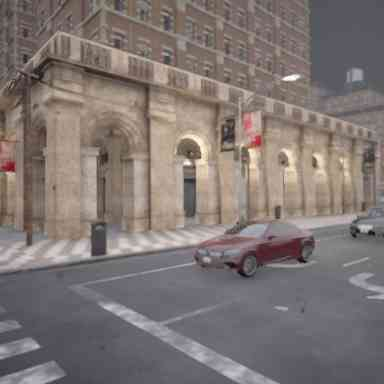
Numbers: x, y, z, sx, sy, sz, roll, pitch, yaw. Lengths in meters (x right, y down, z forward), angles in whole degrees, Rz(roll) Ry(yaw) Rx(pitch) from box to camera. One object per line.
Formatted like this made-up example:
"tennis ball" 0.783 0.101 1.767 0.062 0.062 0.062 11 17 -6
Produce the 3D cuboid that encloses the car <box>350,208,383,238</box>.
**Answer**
"car" 10.095 1.599 17.537 4.902 1.511 2.128 0 -1 -41

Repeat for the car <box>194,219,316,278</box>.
"car" 2.203 1.625 10.729 4.674 1.442 1.812 0 -1 -40
